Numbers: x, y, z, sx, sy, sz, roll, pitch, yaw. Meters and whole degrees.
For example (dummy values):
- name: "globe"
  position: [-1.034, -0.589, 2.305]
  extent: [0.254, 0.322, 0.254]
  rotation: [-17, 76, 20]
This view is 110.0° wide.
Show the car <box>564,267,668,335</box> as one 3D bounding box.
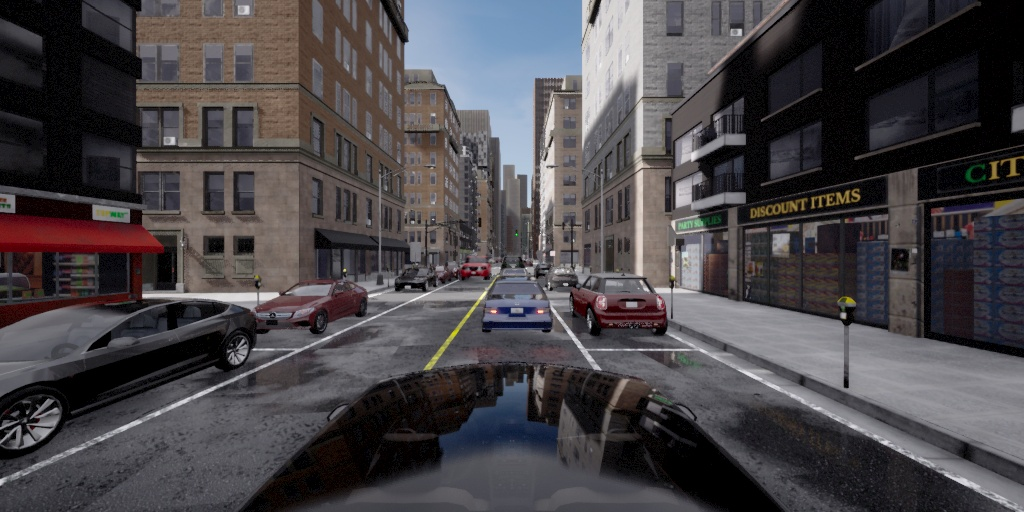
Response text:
- name: "car"
  position: [2.875, 1.190, 10.520]
  extent: [1.967, 1.591, 4.097]
  rotation: [0, 0, 0]

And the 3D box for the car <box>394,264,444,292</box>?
- name: "car"
  position: [-5.624, 1.317, 21.544]
  extent: [1.948, 1.339, 4.313]
  rotation: [0, 0, 0]

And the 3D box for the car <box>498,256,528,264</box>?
- name: "car"
  position: [0.076, 0.979, 33.183]
  extent: [2.150, 2.045, 5.566]
  rotation: [0, 0, 0]

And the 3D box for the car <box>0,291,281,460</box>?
- name: "car"
  position: [-5.664, 1.316, 5.040]
  extent: [1.948, 1.339, 4.313]
  rotation: [0, 0, 0]

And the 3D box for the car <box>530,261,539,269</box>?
- name: "car"
  position: [2.929, 1.319, 32.526]
  extent: [1.948, 1.339, 4.313]
  rotation: [0, 0, 0]

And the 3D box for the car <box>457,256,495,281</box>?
- name: "car"
  position: [-2.960, 0.977, 30.549]
  extent: [2.150, 2.045, 5.566]
  rotation: [0, 0, 1]

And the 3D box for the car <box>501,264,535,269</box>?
- name: "car"
  position: [0.145, 1.352, 21.398]
  extent: [1.895, 1.301, 4.718]
  rotation: [0, 0, 0]

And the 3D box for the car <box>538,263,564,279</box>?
- name: "car"
  position: [2.902, 1.301, 21.523]
  extent: [2.007, 1.370, 4.403]
  rotation: [0, 0, 0]

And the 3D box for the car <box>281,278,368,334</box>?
- name: "car"
  position: [-5.650, 1.332, 10.542]
  extent: [1.802, 1.307, 4.207]
  rotation: [0, 0, 0]

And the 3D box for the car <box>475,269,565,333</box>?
- name: "car"
  position: [0.121, 1.297, 10.736]
  extent: [2.033, 1.411, 5.357]
  rotation: [0, 0, 0]

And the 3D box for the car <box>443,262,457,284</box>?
- name: "car"
  position: [-5.610, 1.334, 27.045]
  extent: [1.802, 1.307, 4.207]
  rotation: [0, 0, 0]
